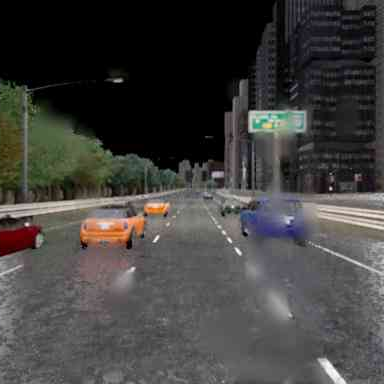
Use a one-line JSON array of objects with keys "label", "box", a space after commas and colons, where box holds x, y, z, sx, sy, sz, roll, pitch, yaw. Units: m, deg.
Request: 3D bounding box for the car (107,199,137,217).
[{"label": "car", "box": [-6.779, 1.531, 32.633, 1.837, 1.490, 4.892, 0, 0, 0]}]

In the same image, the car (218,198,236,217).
[{"label": "car", "box": [3.718, 1.381, 32.294, 2.097, 1.767, 4.553, 0, 0, 0]}]

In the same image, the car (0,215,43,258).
[{"label": "car", "box": [-6.882, 1.496, 11.348, 1.882, 1.535, 5.008, 0, 0, 0]}]

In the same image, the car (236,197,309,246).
[{"label": "car", "box": [3.630, 1.246, 15.477, 2.150, 2.045, 5.566, 0, 0, 0]}]

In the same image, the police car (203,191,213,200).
[{"label": "police car", "box": [4.238, 1.229, 82.610, 1.930, 1.638, 5.238, 0, 0, 1]}]

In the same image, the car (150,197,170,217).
[{"label": "car", "box": [-3.281, 1.379, 32.281, 2.097, 1.767, 4.553, 0, 0, 0]}]

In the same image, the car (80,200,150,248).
[{"label": "car", "box": [-3.372, 1.375, 15.069, 2.097, 1.767, 4.553, 0, 0, 0]}]
